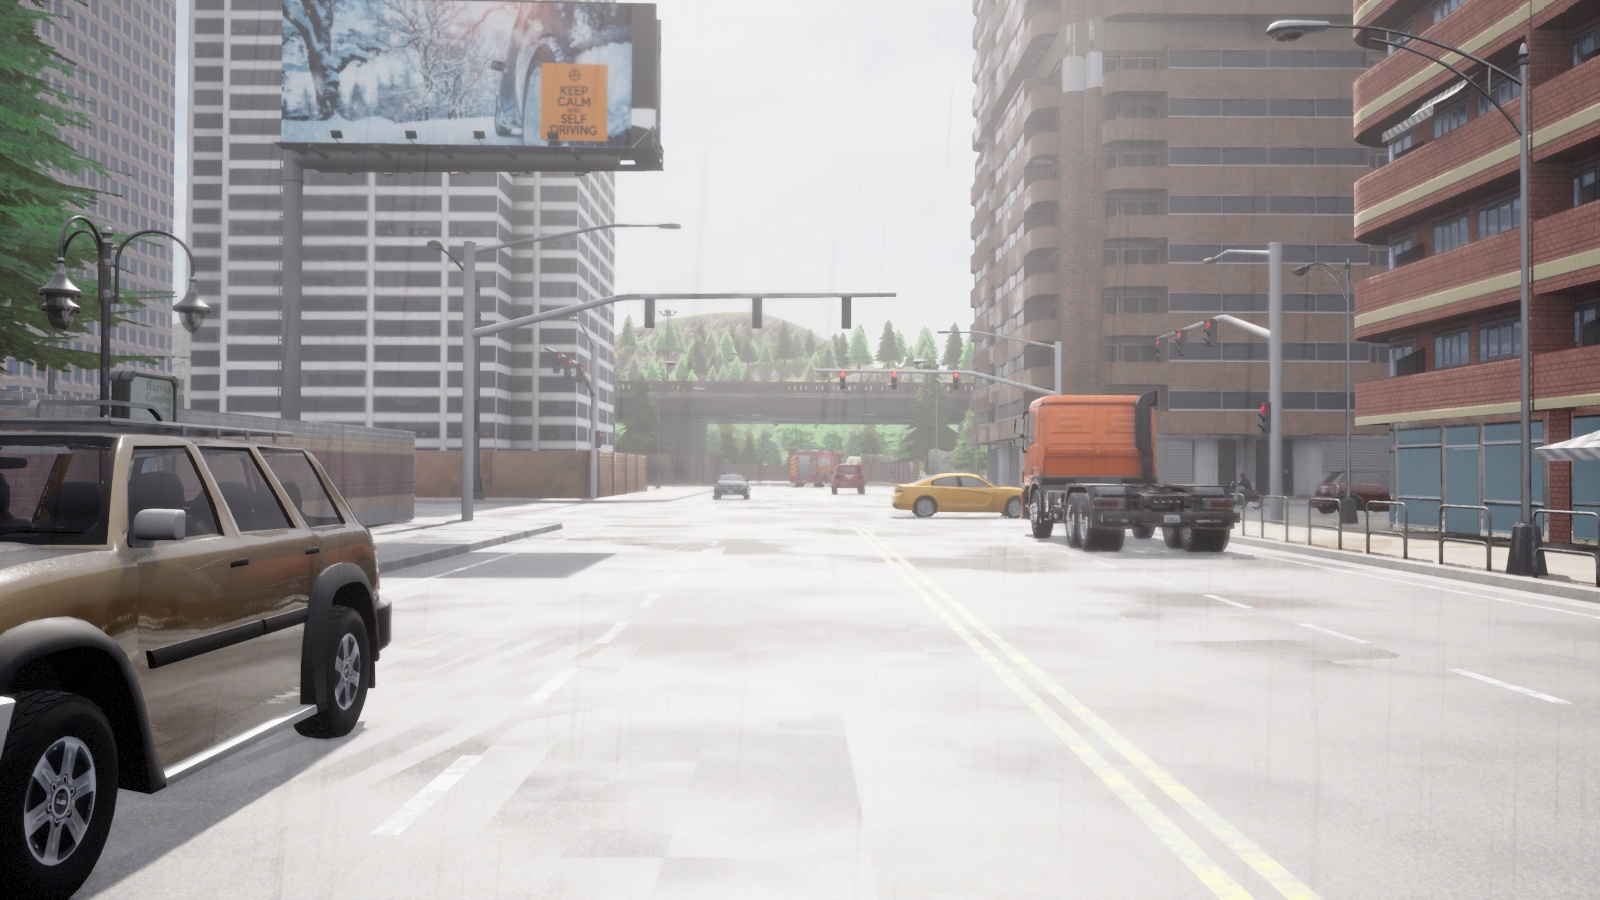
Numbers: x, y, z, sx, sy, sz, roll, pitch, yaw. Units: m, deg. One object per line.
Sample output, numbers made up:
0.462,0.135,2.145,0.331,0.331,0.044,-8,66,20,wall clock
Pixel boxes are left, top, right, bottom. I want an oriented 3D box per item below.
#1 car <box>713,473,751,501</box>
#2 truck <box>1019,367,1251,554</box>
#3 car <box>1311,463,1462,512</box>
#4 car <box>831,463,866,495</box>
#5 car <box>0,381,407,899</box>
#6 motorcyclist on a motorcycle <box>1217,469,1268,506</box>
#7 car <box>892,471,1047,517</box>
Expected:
-3.696,2.011,68.991,1.812,1.442,4.674,0,-1,0,car
6.917,0.263,27.349,2.891,3.462,7.936,0,-1,0,truck
21.552,1.362,46.261,4.553,1.767,2.097,0,-1,0,car
3.256,1.950,85.331,2.150,2.045,5.566,0,-1,0,car
-3.520,0.744,5.891,1.932,1.855,4.605,0,-1,0,car
18.769,1.585,53.265,1.817,1.590,0.866,0,-1,0,motorcyclist on a motorcycle
5.718,1.486,42.799,5.008,1.535,1.882,0,-1,0,car
